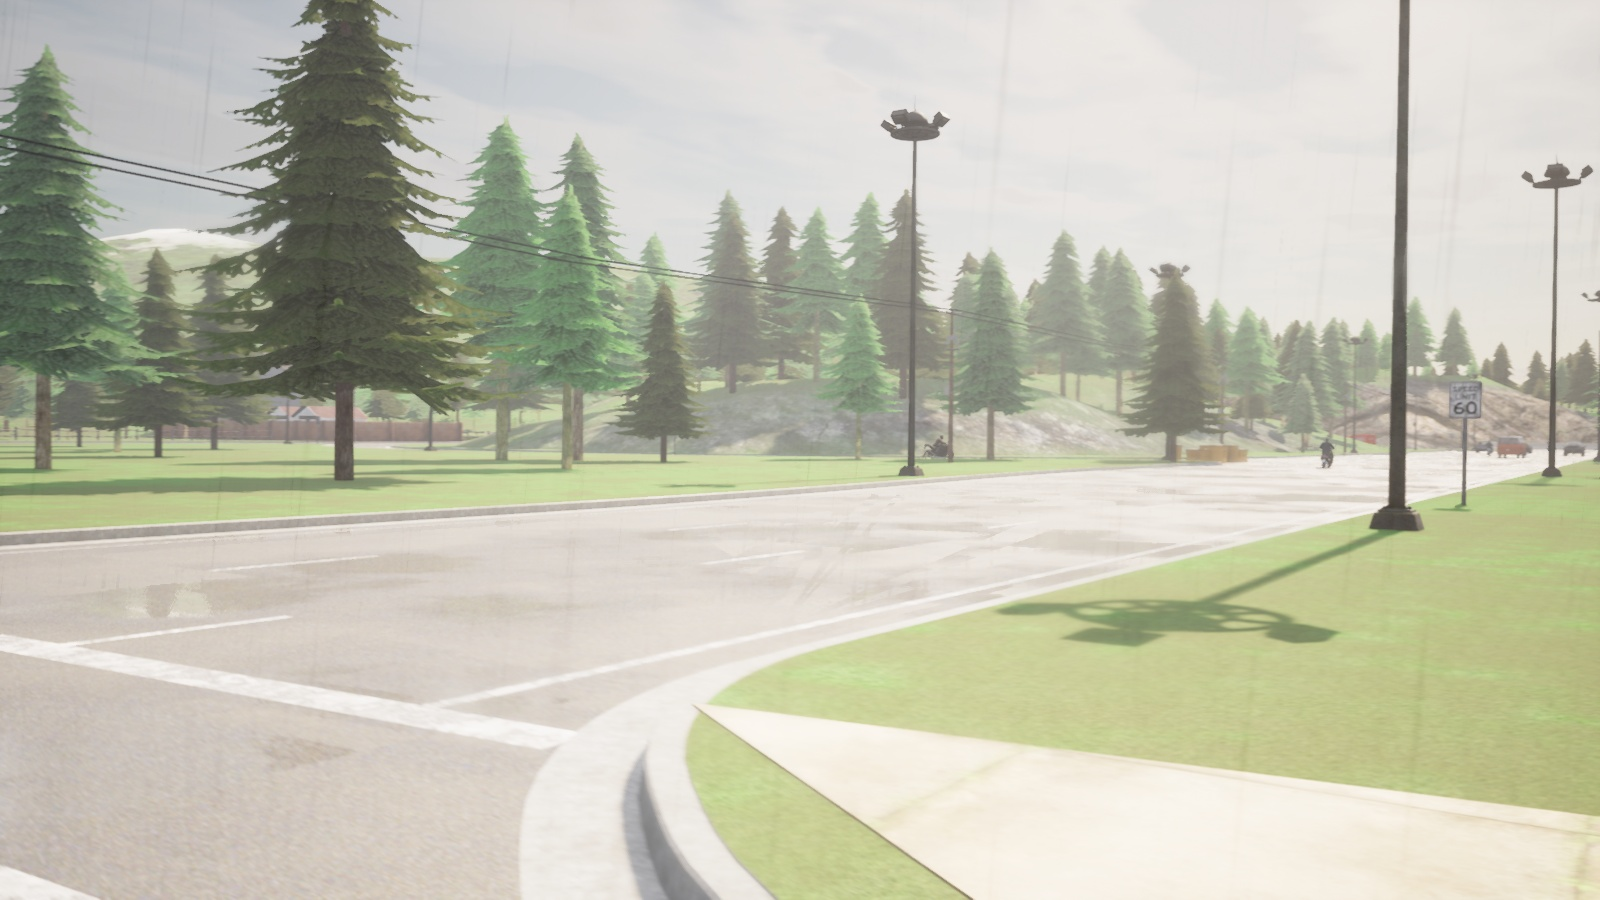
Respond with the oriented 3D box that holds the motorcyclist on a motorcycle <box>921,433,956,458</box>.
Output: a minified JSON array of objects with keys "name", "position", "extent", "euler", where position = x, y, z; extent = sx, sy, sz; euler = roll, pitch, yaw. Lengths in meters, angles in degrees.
[{"name":"motorcyclist on a motorcycle","position":[8.678,-0.298,78.529],"extent":[2.044,1.523,0.797],"euler":[-1,0,-5]}]

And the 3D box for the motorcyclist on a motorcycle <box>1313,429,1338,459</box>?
[{"name":"motorcyclist on a motorcycle","position":[27.522,-0.323,65.743],"extent":[0.866,1.590,1.817],"euler":[0,1,34]}]
